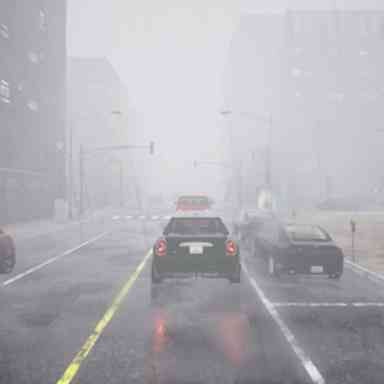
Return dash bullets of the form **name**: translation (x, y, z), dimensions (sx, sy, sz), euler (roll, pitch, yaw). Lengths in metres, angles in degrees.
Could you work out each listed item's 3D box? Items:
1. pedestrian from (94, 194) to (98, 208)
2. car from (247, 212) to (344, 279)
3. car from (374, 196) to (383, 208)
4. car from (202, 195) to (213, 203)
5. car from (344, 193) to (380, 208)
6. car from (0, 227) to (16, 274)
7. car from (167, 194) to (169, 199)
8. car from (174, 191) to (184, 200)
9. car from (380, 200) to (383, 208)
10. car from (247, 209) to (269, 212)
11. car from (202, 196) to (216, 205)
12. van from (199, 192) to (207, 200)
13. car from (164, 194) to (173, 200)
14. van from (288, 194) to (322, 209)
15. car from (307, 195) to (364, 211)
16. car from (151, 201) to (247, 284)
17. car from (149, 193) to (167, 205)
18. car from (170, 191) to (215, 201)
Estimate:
- **pedestrian**: translation (-12.531, 1.114, 43.417), dimensions (0.375, 1.860, 0.375), euler (0, 0, 0)
- **car**: translation (2.830, 1.501, 9.692), dimensions (2.008, 1.369, 4.403), euler (1, 0, 0)
- **car**: translation (24.819, 1.199, 40.193), dimensions (4.507, 1.381, 1.887), euler (0, 0, 0)
- **car**: translation (2.698, 1.286, 59.025), dimensions (1.802, 1.307, 4.206), euler (1, 0, 0)
- **car**: translation (19.289, 1.011, 40.233), dimensions (5.009, 1.841, 2.192), euler (0, 0, 0)
- **car**: translation (-5.808, 1.401, 7.455), dimensions (1.967, 1.590, 4.097), euler (1, 0, 0)
- **car**: translation (-5.682, 1.248, 59.065), dimensions (1.887, 1.381, 4.507), euler (1, 0, 0)
- **car**: translation (-3.004, 0.834, 78.392), dimensions (2.150, 2.045, 5.566), euler (0, 0, 0)
- **car**: translation (24.232, 1.138, 37.613), dimensions (4.892, 1.490, 1.837), euler (-1, -1, 0)
- **car**: translation (2.829, 1.472, 15.261), dimensions (2.008, 1.369, 4.403), euler (1, 0, 0)
- **car**: translation (2.698, 1.297, 53.454), dimensions (1.947, 1.339, 4.313), euler (1, 0, 0)
- **van**: translation (2.700, 0.935, 81.309), dimensions (1.690, 1.788, 3.998), euler (1, 0, 0)
- **car**: translation (-5.683, 1.160, 81.349), dimensions (1.947, 1.339, 4.313), euler (1, 0, 0)
- **van**: translation (13.762, 1.080, 40.273), dimensions (3.998, 1.788, 1.690), euler (0, 0, 0)
- **car**: translation (13.702, 1.241, 31.892), dimensions (4.206, 1.307, 1.802), euler (0, 0, 0)
- **car**: translation (0.099, 1.302, 9.548), dimensions (2.097, 1.767, 4.553), euler (0, 0, 0)
- **car**: translation (-5.678, 1.046, 53.492), dimensions (2.192, 1.841, 5.009), euler (1, 0, 0)
- **car**: translation (0.086, 1.122, 19.658), dimensions (2.150, 2.045, 5.566), euler (0, 0, 0)
